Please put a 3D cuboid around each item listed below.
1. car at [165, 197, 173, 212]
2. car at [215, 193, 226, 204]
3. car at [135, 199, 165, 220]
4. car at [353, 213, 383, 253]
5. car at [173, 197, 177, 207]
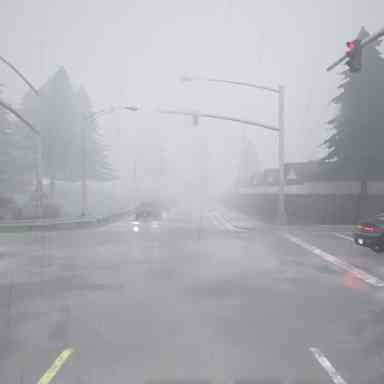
[{"bbox_3d":[-3.609,1.564,37.957,1.994,1.385,4.181,0,0,0],"label":"car"},{"bbox_3d":[6.882,1.206,60.868,5.566,2.045,2.150,0,0,-22],"label":"car"},{"bbox_3d":[-3.611,1.505,28.043,1.837,1.490,4.892,0,0,0],"label":"car"},{"bbox_3d":[7.766,1.313,10.577,4.892,1.490,1.837,0,0,-1],"label":"car"},{"bbox_3d":[-3.445,1.502,51.105,1.837,1.490,4.892,0,0,4],"label":"car"}]
